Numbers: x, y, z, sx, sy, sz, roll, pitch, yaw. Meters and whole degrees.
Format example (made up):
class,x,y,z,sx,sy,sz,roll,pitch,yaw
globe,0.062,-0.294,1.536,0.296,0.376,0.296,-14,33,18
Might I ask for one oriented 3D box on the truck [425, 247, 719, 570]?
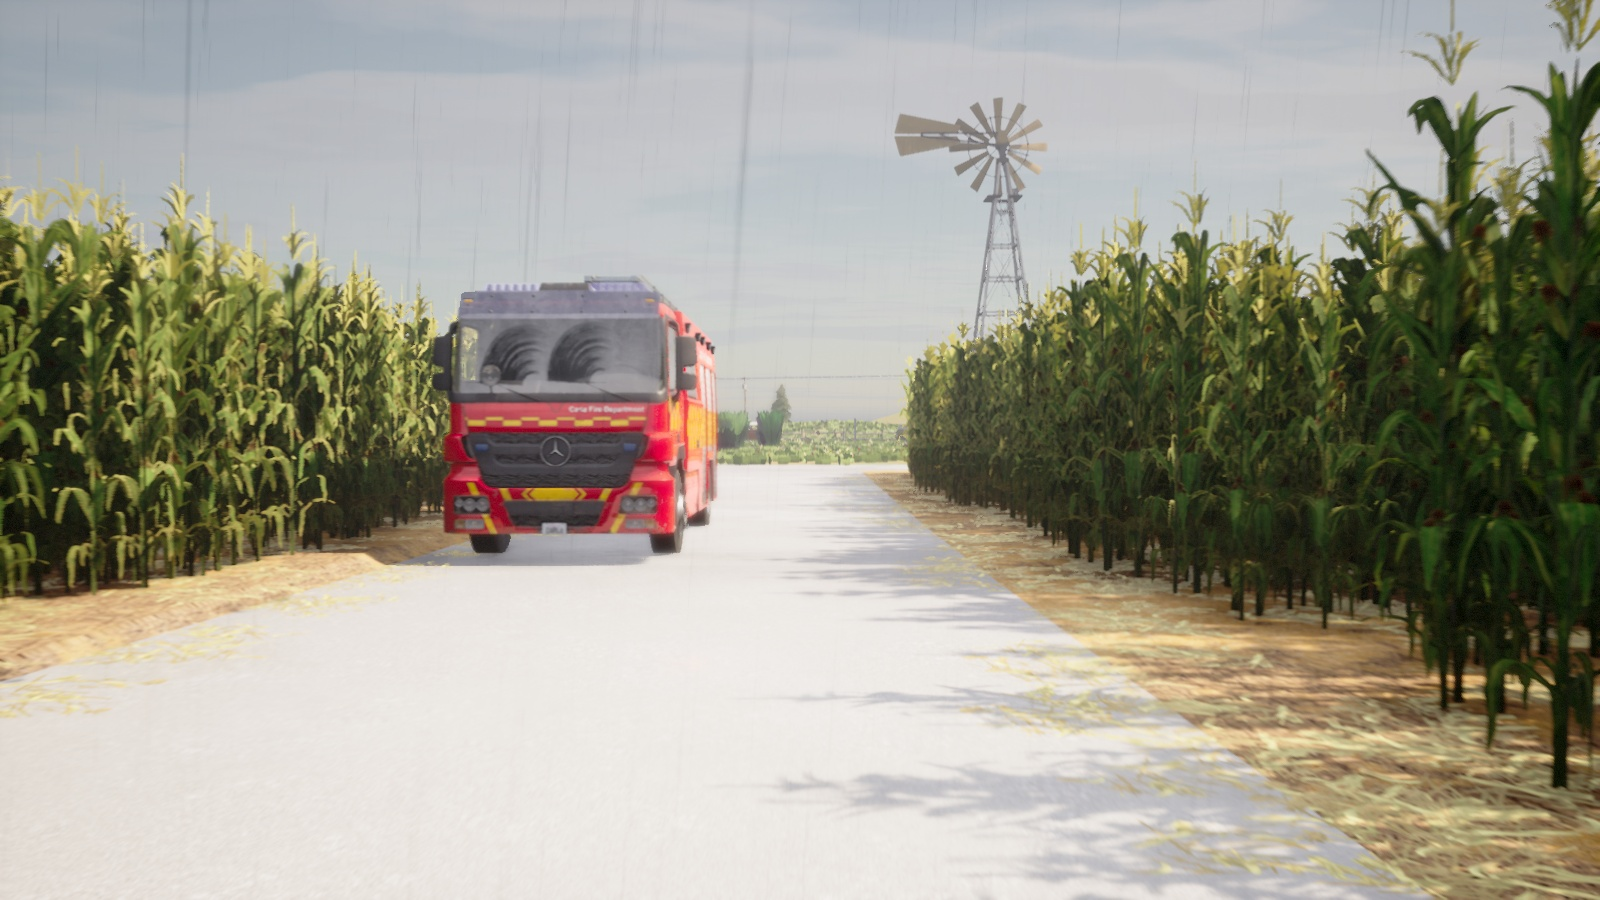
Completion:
class,x,y,z,sx,sy,sz,roll,pitch,yaw
truck,-2.975,-0.549,19.115,2.891,3.827,8.468,0,1,0
